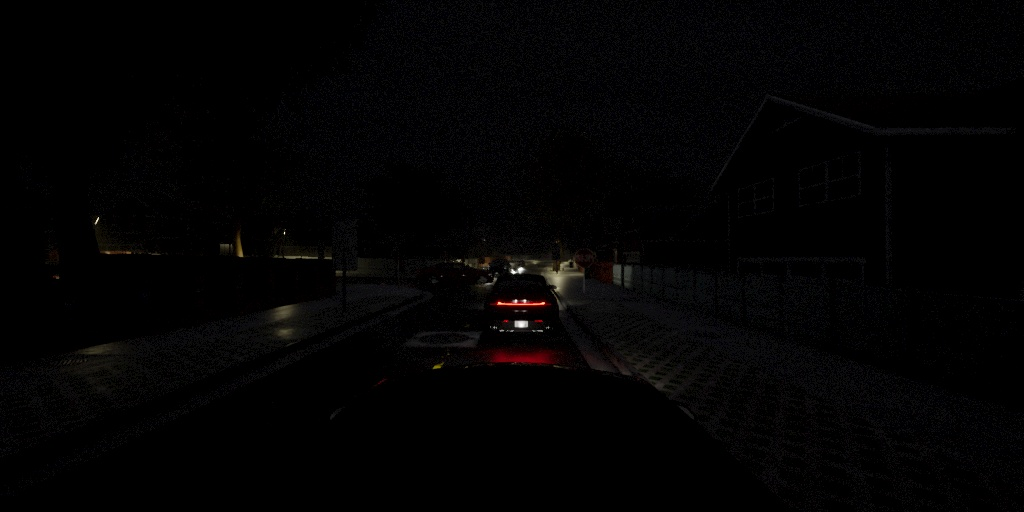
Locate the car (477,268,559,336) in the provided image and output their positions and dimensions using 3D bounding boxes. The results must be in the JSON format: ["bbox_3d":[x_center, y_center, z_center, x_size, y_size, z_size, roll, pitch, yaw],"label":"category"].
[{"bbox_3d":[0.257,1.255,10.339,1.837,1.490,4.892,0,0,1],"label":"car"}]

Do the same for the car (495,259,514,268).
[{"bbox_3d":[-1.272,1.058,36.486,2.097,1.767,4.553,0,0,5],"label":"car"}]

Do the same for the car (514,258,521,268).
[{"bbox_3d":[-0.285,1.163,46.580,1.812,1.442,4.674,0,0,6],"label":"car"}]

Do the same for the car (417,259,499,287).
[{"bbox_3d":[-3.667,1.157,23.534,5.008,1.535,1.882,0,1,-10],"label":"car"}]

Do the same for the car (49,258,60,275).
[{"bbox_3d":[-29.204,0.795,24.324,4.718,1.301,1.895,1,0,3],"label":"car"}]

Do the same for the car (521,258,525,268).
[{"bbox_3d":[1.023,1.048,57.223,2.128,1.511,4.902,0,1,8],"label":"car"}]
